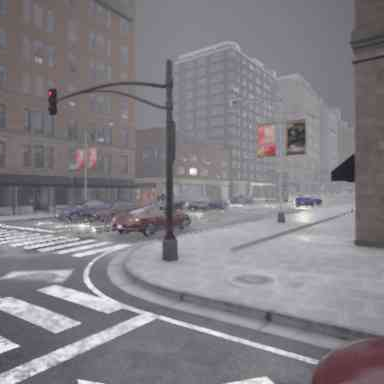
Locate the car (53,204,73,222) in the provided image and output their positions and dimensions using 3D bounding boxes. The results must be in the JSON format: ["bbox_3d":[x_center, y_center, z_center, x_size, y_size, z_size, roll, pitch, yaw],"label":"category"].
[{"bbox_3d":[-8.033,1.338,25.081,1.812,1.442,4.674,0,1,37],"label":"car"}]

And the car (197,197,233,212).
[{"bbox_3d":[1.643,1.187,33.005,2.033,1.411,5.357,0,1,36],"label":"car"}]

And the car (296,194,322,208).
[{"bbox_3d":[13.365,0.946,37.860,1.882,1.535,5.008,0,1,36],"label":"car"}]

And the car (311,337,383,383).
[{"bbox_3d":[2.977,1.524,1.571,4.674,1.442,1.812,0,0,36],"label":"car"}]

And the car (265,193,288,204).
[{"bbox_3d":[12.054,0.892,47.426,2.128,1.511,4.902,0,1,36],"label":"car"}]

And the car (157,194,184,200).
[{"bbox_3d":[-2.570,1.040,32.706,2.097,1.767,4.553,0,1,36],"label":"car"}]

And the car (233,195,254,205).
[{"bbox_3d":[6.843,1.037,45.787,1.994,1.385,4.181,0,1,36],"label":"car"}]

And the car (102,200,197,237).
[{"bbox_3d":[-1.933,1.338,16.727,1.812,1.442,4.674,-1,0,34],"label":"car"}]

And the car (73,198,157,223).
[{"bbox_3d":[-5.236,1.343,23.414,2.033,1.411,5.357,0,1,36],"label":"car"}]
